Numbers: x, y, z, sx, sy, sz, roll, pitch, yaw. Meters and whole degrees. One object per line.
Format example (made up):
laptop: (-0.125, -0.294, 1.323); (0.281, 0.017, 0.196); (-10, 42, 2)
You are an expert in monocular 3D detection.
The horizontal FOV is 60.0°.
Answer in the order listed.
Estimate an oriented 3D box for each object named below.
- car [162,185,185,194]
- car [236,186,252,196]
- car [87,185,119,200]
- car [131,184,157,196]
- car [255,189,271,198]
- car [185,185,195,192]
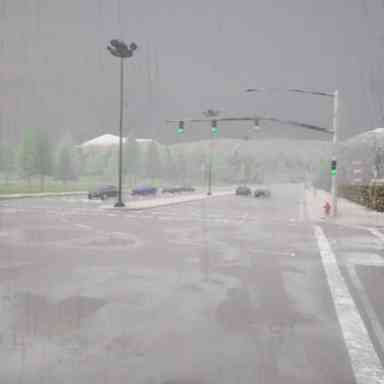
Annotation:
car: (-3.317, -0.477, 54.310); (1.812, 1.442, 4.674); (2, 2, 19)
car: (8.044, -0.173, 51.595); (2.128, 1.511, 4.902); (2, 2, 19)
car: (-9.402, 0.013, 36.158); (1.837, 1.490, 4.892); (2, 2, 19)
car: (-6.415, -0.267, 45.121); (1.882, 1.535, 5.008); (2, 2, 19)
car: (9.985, 0.161, 46.402); (1.895, 1.301, 4.718); (2, 2, 18)
car: (-0.872, -0.644, 61.553); (1.994, 1.385, 4.181); (2, 2, 19)
